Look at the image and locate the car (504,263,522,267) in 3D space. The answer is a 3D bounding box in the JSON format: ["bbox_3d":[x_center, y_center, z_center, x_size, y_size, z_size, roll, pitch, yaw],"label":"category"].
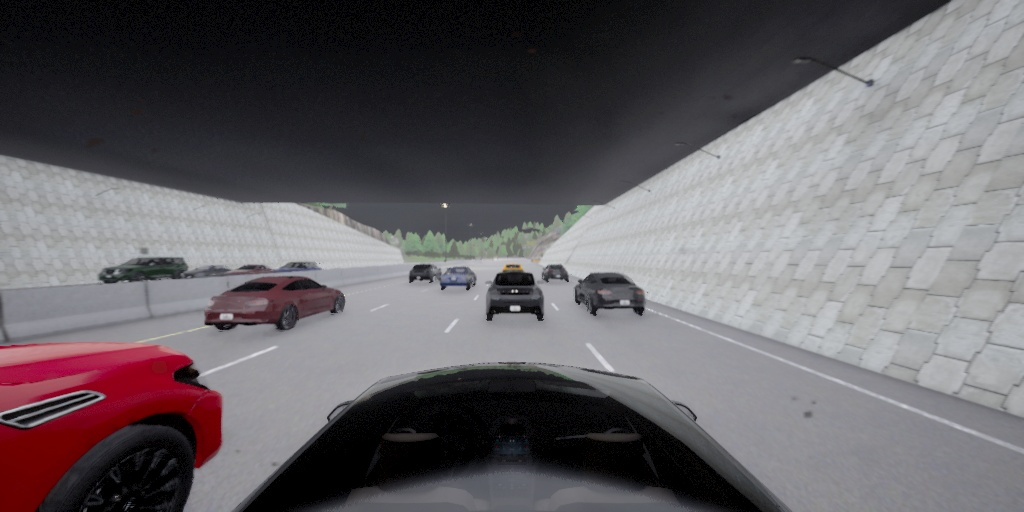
[{"bbox_3d":[0.075,1.345,30.480,1.882,1.535,5.008,0,0,0],"label":"car"}]

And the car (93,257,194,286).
[{"bbox_3d":[-28.119,1.077,27.750,2.150,2.045,5.566,0,0,0],"label":"car"}]

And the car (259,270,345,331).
[{"bbox_3d":[-6.920,1.314,10.986,1.812,1.442,4.674,0,0,0],"label":"car"}]

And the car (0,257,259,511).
[{"bbox_3d":[-3.401,0.965,0.476,2.150,2.045,5.566,0,0,0],"label":"car"}]

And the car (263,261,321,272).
[{"bbox_3d":[-17.620,1.215,29.397,2.097,1.767,4.553,0,0,0],"label":"car"}]

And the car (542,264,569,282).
[{"bbox_3d":[3.561,1.391,29.934,1.812,1.442,4.674,0,0,0],"label":"car"}]

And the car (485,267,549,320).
[{"bbox_3d":[0.092,1.300,12.903,1.837,1.490,4.892,0,0,0],"label":"car"}]

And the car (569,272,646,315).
[{"bbox_3d":[3.591,1.325,13.714,1.812,1.442,4.674,0,0,0],"label":"car"}]

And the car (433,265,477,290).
[{"bbox_3d":[-3.416,1.386,23.462,2.033,1.411,5.357,0,0,0],"label":"car"}]

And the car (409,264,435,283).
[{"bbox_3d":[-6.923,1.366,28.992,1.837,1.490,4.892,0,0,0],"label":"car"}]

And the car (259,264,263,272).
[{"bbox_3d":[-21.119,1.388,29.222,1.812,1.442,4.674,0,0,0],"label":"car"}]

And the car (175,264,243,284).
[{"bbox_3d":[-24.618,1.427,29.337,1.994,1.385,4.181,0,0,0],"label":"car"}]
